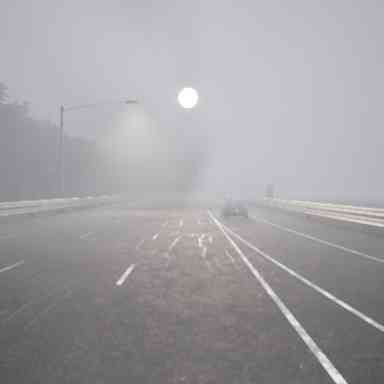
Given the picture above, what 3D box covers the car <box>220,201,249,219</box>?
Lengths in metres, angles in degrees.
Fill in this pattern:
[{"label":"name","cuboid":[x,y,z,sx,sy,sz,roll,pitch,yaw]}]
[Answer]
[{"label":"car","cuboid":[3.532,1.449,28.276,1.994,1.385,4.181,0,0,-1]}]
